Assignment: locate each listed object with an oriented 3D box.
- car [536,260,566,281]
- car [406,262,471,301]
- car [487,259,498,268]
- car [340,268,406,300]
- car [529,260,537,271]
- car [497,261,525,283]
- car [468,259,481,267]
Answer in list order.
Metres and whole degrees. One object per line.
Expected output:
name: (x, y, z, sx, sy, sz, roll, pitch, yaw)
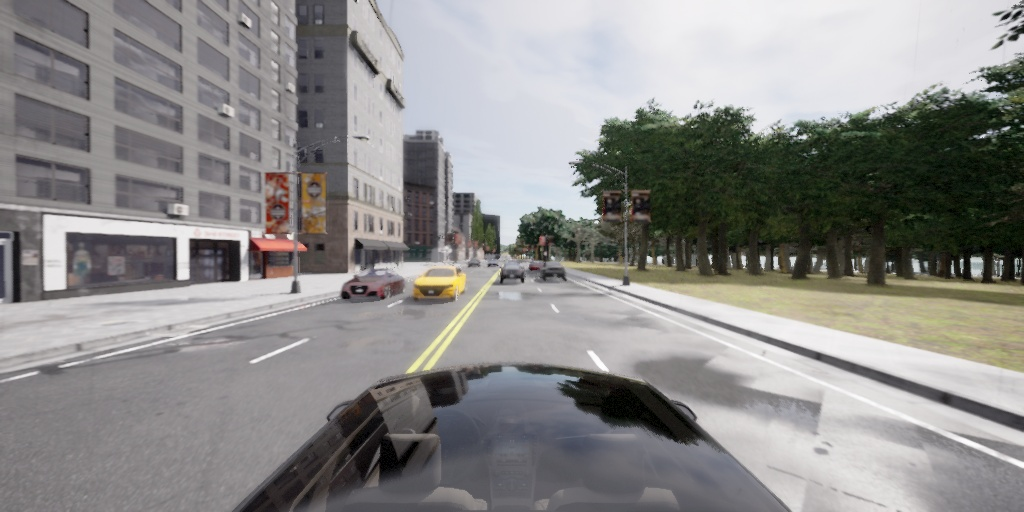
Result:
car: (3.350, 1.236, 29.976, 1.837, 1.490, 4.892, 0, 0, 0)
car: (-3.337, 1.218, 17.307, 1.882, 1.535, 5.008, 0, 0, 0)
car: (-3.275, 1.240, 61.943, 2.033, 1.411, 5.357, 0, 0, 1)
car: (-6.588, 1.304, 17.442, 1.994, 1.385, 4.181, 0, 0, 0)
car: (3.347, 1.273, 48.867, 1.994, 1.385, 4.181, 0, 0, 0)
car: (0.015, 1.258, 27.810, 1.812, 1.442, 4.674, 0, 0, 0)
car: (-6.524, 1.200, 62.767, 1.837, 1.490, 4.892, 0, 0, 0)
